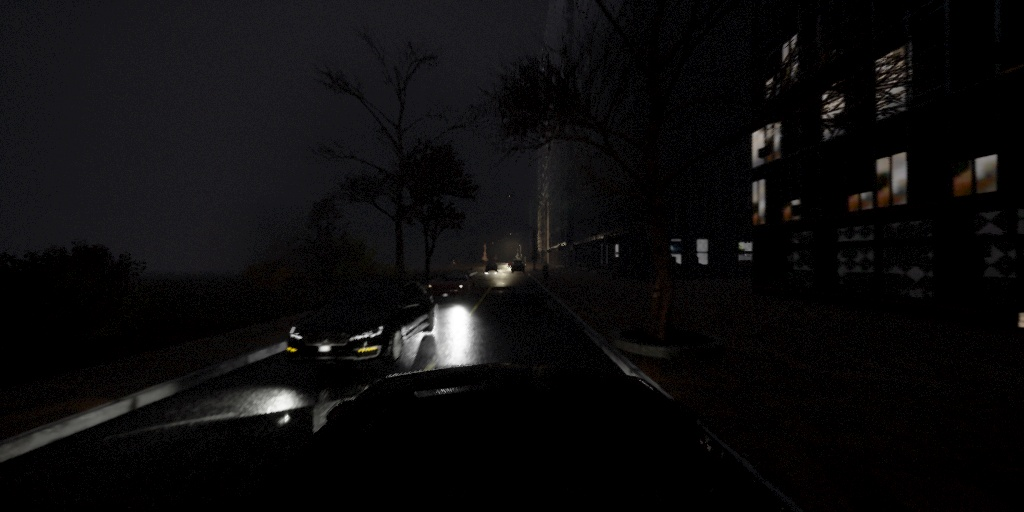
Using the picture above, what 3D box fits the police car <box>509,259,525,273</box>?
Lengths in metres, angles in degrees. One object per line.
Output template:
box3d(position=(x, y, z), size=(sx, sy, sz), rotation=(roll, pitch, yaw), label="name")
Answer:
box3d(position=(0.900, 1.630, 52.216), size=(1.930, 1.638, 5.238), rotation=(0, -1, 0), label="police car")

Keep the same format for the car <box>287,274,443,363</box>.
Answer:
box3d(position=(-3.094, 1.314, 8.365), size=(1.837, 1.490, 4.892), rotation=(0, -1, 0), label="car")

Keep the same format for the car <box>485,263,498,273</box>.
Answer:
box3d(position=(-3.046, 1.772, 54.852), size=(2.033, 1.411, 5.357), rotation=(0, -1, 1), label="car")

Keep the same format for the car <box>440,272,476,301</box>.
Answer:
box3d(position=(-3.053, 1.503, 18.729), size=(1.895, 1.301, 4.718), rotation=(0, -1, 1), label="car")
